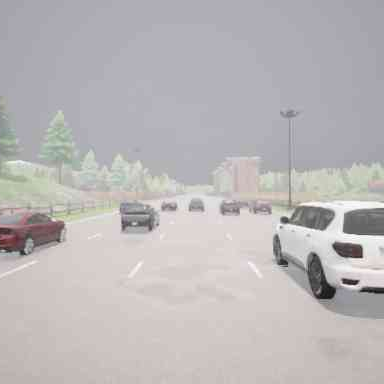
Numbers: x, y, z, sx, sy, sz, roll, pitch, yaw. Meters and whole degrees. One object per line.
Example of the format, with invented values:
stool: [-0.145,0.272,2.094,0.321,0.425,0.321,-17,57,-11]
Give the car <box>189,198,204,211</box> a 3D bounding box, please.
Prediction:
car: [0.561,1.610,42.122,2.128,1.511,4.902,0,0,1]

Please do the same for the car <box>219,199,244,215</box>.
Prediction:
car: [4.000,1.594,35.978,2.128,1.511,4.902,0,0,1]

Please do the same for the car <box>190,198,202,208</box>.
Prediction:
car: [0.648,1.676,53.421,1.812,1.442,4.674,0,0,-1]

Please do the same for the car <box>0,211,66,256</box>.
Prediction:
car: [-6.752,1.514,13.347,1.882,1.535,5.008,0,0,1]

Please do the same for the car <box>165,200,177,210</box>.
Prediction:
car: [-2.919,1.722,43.579,1.895,1.301,4.718,0,0,1]

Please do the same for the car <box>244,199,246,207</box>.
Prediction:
car: [7.635,1.743,50.326,1.895,1.301,4.718,0,0,0]

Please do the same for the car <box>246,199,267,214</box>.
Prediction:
car: [7.507,1.631,36.688,1.812,1.442,4.674,0,-1,0]

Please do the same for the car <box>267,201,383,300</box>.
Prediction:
car: [3.690,1.244,8.559,2.150,2.045,5.566,0,0,1]

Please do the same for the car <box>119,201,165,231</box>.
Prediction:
car: [-3.168,1.549,20.938,2.128,1.511,4.902,0,0,1]
